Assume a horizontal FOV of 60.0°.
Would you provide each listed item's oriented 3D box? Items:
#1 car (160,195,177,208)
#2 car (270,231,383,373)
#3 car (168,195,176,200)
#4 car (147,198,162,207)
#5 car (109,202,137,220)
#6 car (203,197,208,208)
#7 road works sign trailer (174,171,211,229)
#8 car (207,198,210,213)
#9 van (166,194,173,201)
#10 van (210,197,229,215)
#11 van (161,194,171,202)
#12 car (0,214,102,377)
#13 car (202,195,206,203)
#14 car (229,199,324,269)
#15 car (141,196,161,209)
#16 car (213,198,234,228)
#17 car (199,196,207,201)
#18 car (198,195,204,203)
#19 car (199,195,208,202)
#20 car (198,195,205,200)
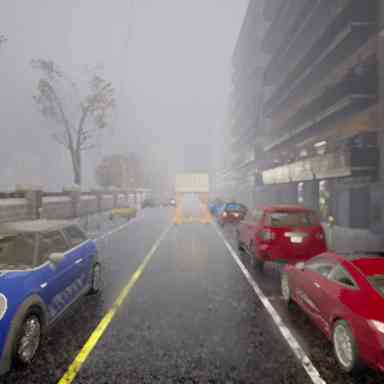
[{"bbox_3d":[-3.073,1.521,46.911,2.033,1.411,5.357,0,0,0],"label":"car"},{"bbox_3d":[2.693,1.577,5.331,1.802,1.307,4.206,0,0,0],"label":"car"},{"bbox_3d":[-5.668,1.576,95.416,1.947,1.339,4.313,0,0,0],"label":"car"},{"bbox_3d":[-5.678,1.554,50.377,1.802,1.307,4.206,0,0,0],"label":"car"},{"bbox_3d":[-5.682,1.508,27.684,1.752,1.417,4.829,0,0,0],"label":"car"},{"bbox_3d":[2.700,1.527,39.113,2.008,1.369,4.403,0,0,0],"label":"car"},{"bbox_3d":[0.005,0.449,21.671,2.380,3.560,2.880,0,0,0],"label":"road works sign trailer"},{"bbox_3d":[2.699,1.545,33.482,1.947,1.339,4.313,0,0,0],"label":"car"},{"bbox_3d":[-5.670,1.339,84.156,1.690,1.788,3.998,0,0,0],"label":"van"},{"bbox_3d":[2.698,1.323,27.851,1.690,1.788,3.998,0,0,0],"label":"van"},{"bbox_3d":[-5.672,1.327,72.895,1.690,1.788,3.998,0,0,0],"label":"van"},{"bbox_3d":[-3.099,1.346,5.658,2.097,1.767,4.553,0,0,0],"label":"car"},{"bbox_3d":[2.702,1.519,44.743,1.887,1.381,4.507,0,0,0],"label":"car"},{"bbox_3d":[2.694,1.306,10.960,2.192,1.841,5.009,0,0,0],"label":"car"},{"bbox_3d":[-5.678,1.540,44.746,1.947,1.339,4.313,0,0,0],"label":"car"},{"bbox_3d":[2.697,1.425,22.220,1.967,1.590,4.097,0,0,0],"label":"car"},{"bbox_3d":[2.710,1.579,84.154,1.802,1.307,4.206,0,0,0],"label":"car"},{"bbox_3d":[2.706,1.562,67.262,1.802,1.307,4.206,0,0,0],"label":"car"},{"bbox_3d":[2.709,1.432,78.523,1.967,1.590,4.097,0,0,0],"label":"car"},{"bbox_3d":[2.713,1.575,95.415,1.947,1.339,4.313,0,0,0],"label":"car"}]
